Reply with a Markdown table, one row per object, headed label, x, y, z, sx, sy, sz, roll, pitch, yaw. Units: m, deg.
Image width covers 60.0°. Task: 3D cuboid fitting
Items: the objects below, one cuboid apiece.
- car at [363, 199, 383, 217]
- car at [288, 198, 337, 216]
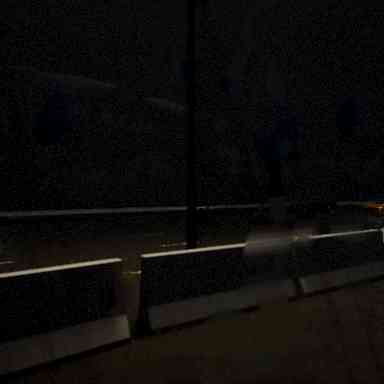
| label | x | y | z | sx | sy | sz | roll | pitch | yaw |
| --- | --- | --- | --- | --- | --- | --- | --- | --- | --- |
| car | 17.493 | 1.312 | 29.699 | 5.008 | 1.535 | 1.882 | 0 | 0 | -24 |
| car | 11.073 | 1.327 | 30.516 | 5.008 | 1.535 | 1.882 | 0 | 0 | -26 |
